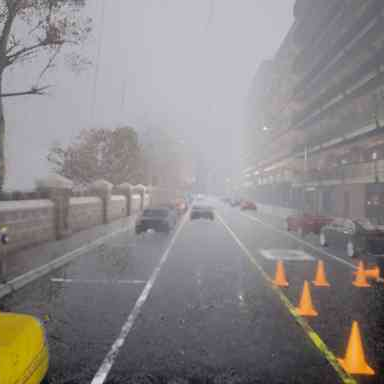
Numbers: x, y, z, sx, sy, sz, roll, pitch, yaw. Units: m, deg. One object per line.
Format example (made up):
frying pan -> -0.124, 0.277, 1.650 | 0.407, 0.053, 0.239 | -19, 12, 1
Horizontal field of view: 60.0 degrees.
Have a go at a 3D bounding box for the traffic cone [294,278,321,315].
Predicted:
traffic cone -> 2.172, 1.984, 6.344 | 0.340, 0.580, 0.340 | 1, 0, 1

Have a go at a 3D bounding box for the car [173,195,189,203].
car -> -1.612, 1.428, 35.392 | 1.967, 1.590, 4.097 | 1, 0, 1

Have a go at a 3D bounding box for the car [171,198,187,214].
car -> -1.734, 1.524, 29.765 | 1.887, 1.381, 4.507 | 1, 0, 1

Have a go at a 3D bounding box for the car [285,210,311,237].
car -> 6.402, 1.630, 18.328 | 1.887, 1.381, 4.507 | 1, 0, 1

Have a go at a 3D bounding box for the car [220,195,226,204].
car -> 7.488, 1.725, 68.988 | 1.947, 1.339, 4.313 | 1, 0, 1

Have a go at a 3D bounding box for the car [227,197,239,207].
car -> 7.128, 1.569, 52.101 | 1.967, 1.590, 4.097 | 1, 0, 1

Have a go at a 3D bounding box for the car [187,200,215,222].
car -> 0.800, 1.612, 26.547 | 1.895, 1.301, 4.718 | 1, 0, 1

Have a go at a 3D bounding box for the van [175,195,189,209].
van -> -1.369, 1.349, 46.651 | 1.690, 1.788, 3.998 | 1, 0, 1

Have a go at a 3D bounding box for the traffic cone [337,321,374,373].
traffic cone -> 2.129, 1.984, 4.344 | 0.340, 0.580, 0.340 | 1, 0, 1

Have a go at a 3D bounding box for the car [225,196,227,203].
car -> 7.247, 1.720, 57.730 | 1.802, 1.307, 4.206 | 1, 0, 1

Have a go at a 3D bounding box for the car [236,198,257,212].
car -> 6.884, 1.691, 40.841 | 1.802, 1.307, 4.206 | 1, 0, 1

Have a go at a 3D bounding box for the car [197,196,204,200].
car -> 2.245, 1.680, 89.866 | 2.033, 1.411, 5.357 | 1, 0, 1

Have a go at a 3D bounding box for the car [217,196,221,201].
car -> 7.732, 1.624, 80.245 | 1.967, 1.590, 4.097 | 1, 0, 1

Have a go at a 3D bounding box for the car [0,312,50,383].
car -> -2.342, 1.495, 1.451 | 1.752, 1.417, 4.829 | 1, 0, 1

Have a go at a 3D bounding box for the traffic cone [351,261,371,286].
traffic cone -> 4.214, 2.011, 8.302 | 0.340, 0.580, 0.340 | 1, 0, 1

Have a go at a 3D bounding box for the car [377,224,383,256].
car -> 6.159, 1.647, 7.070 | 1.947, 1.339, 4.313 | 1, 0, 1

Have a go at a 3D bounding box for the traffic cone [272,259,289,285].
traffic cone -> 2.215, 1.985, 8.343 | 0.340, 0.580, 0.340 | 1, 0, 1

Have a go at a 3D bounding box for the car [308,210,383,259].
car -> 6.281, 1.634, 12.699 | 2.008, 1.369, 4.403 | 1, 0, 1

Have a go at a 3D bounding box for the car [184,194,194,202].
car -> -0.644, 1.388, 80.425 | 2.192, 1.841, 5.009 | 1, 0, 1

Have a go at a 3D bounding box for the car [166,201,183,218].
car -> -1.856, 1.558, 24.138 | 1.802, 1.307, 4.206 | 1, 0, 1

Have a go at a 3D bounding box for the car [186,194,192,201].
car -> -1.490, 1.313, 41.022 | 2.192, 1.841, 5.009 | 1, 0, 1

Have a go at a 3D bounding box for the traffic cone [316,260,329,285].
traffic cone -> 3.215, 1.998, 8.322 | 0.340, 0.580, 0.340 | 1, 0, 1

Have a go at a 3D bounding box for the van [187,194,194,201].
van -> -0.403, 1.443, 91.683 | 1.690, 1.788, 3.998 | 1, 0, 1

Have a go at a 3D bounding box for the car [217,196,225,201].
car -> 7.976, 1.738, 91.673 | 1.752, 1.417, 4.829 | 1, 0, 1

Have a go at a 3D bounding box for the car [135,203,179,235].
car -> -1.976, 1.540, 18.509 | 1.947, 1.339, 4.313 | 1, 0, 1
